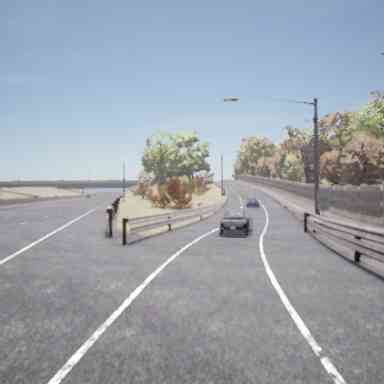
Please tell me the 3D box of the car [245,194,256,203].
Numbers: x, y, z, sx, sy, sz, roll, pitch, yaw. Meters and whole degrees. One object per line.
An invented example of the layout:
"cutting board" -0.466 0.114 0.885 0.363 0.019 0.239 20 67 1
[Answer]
"car" 11.329 1.204 64.162 1.812 1.442 4.674 -1 3 7

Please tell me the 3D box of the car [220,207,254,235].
"car" 3.048 1.989 22.391 2.128 1.511 4.902 -1 -1 14

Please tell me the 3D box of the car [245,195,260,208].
"car" 9.845 1.528 54.132 2.097 1.767 4.553 -1 2 9
